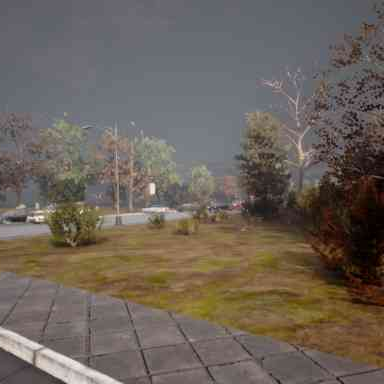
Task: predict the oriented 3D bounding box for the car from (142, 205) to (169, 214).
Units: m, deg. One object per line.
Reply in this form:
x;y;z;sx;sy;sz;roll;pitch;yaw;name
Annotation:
-5.609;2.696;51.018;1.895;1.301;4.718;-3;-2;32;car

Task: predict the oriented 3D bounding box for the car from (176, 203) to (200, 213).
-0.328;2.519;52.804;2.033;1.411;5.357;-3;-2;32;car

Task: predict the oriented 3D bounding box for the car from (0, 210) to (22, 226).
-17.220;2.489;32.726;2.128;1.511;4.902;-3;-2;32;car

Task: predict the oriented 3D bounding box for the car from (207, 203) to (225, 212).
4.288;2.434;53.301;1.895;1.301;4.718;-3;-2;32;car

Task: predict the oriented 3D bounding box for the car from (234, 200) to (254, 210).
9.732;2.404;61.890;1.882;1.535;5.008;-3;-2;33;car

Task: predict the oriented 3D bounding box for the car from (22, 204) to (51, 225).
-13.131;2.069;32.620;2.150;2.045;5.566;-3;-2;33;car

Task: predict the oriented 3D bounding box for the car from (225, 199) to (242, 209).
7.594;2.036;52.009;2.097;1.767;4.553;-3;-2;32;car
